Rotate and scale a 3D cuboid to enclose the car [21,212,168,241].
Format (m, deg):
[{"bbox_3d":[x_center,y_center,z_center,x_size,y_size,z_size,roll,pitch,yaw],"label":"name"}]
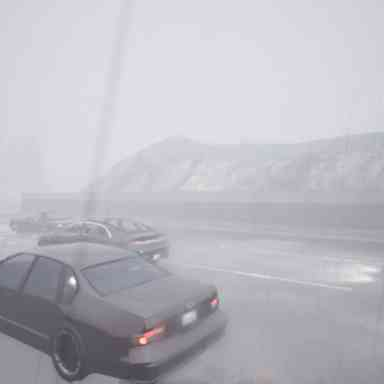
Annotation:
[{"bbox_3d":[-2.919,1.551,10.376,4.902,1.511,2.128,0,0,36],"label":"car"}]

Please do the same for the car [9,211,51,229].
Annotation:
[{"bbox_3d":[-8.083,1.722,18.364,4.718,1.301,1.895,-1,0,36],"label":"car"}]

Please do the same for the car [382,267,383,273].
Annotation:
[{"bbox_3d":[6.833,1.555,7.718,4.181,1.385,1.994,-1,0,35],"label":"car"}]

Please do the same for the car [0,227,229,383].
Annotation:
[{"bbox_3d":[-2.075,1.581,5.472,5.357,1.411,2.033,0,0,36],"label":"car"}]
